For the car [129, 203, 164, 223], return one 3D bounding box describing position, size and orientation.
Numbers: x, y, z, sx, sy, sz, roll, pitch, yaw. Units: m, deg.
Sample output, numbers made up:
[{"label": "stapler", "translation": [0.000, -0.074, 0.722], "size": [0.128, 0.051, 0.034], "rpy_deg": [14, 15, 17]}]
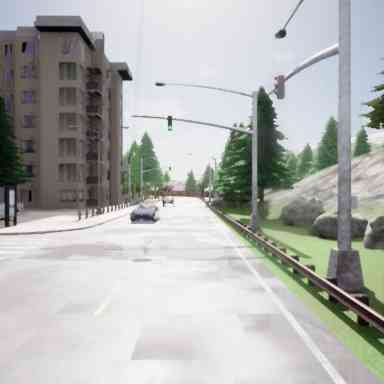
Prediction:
[{"label": "car", "translation": [-3.506, 1.552, 25.822], "size": [2.033, 1.411, 5.357], "rpy_deg": [0, 0, 0]}]
